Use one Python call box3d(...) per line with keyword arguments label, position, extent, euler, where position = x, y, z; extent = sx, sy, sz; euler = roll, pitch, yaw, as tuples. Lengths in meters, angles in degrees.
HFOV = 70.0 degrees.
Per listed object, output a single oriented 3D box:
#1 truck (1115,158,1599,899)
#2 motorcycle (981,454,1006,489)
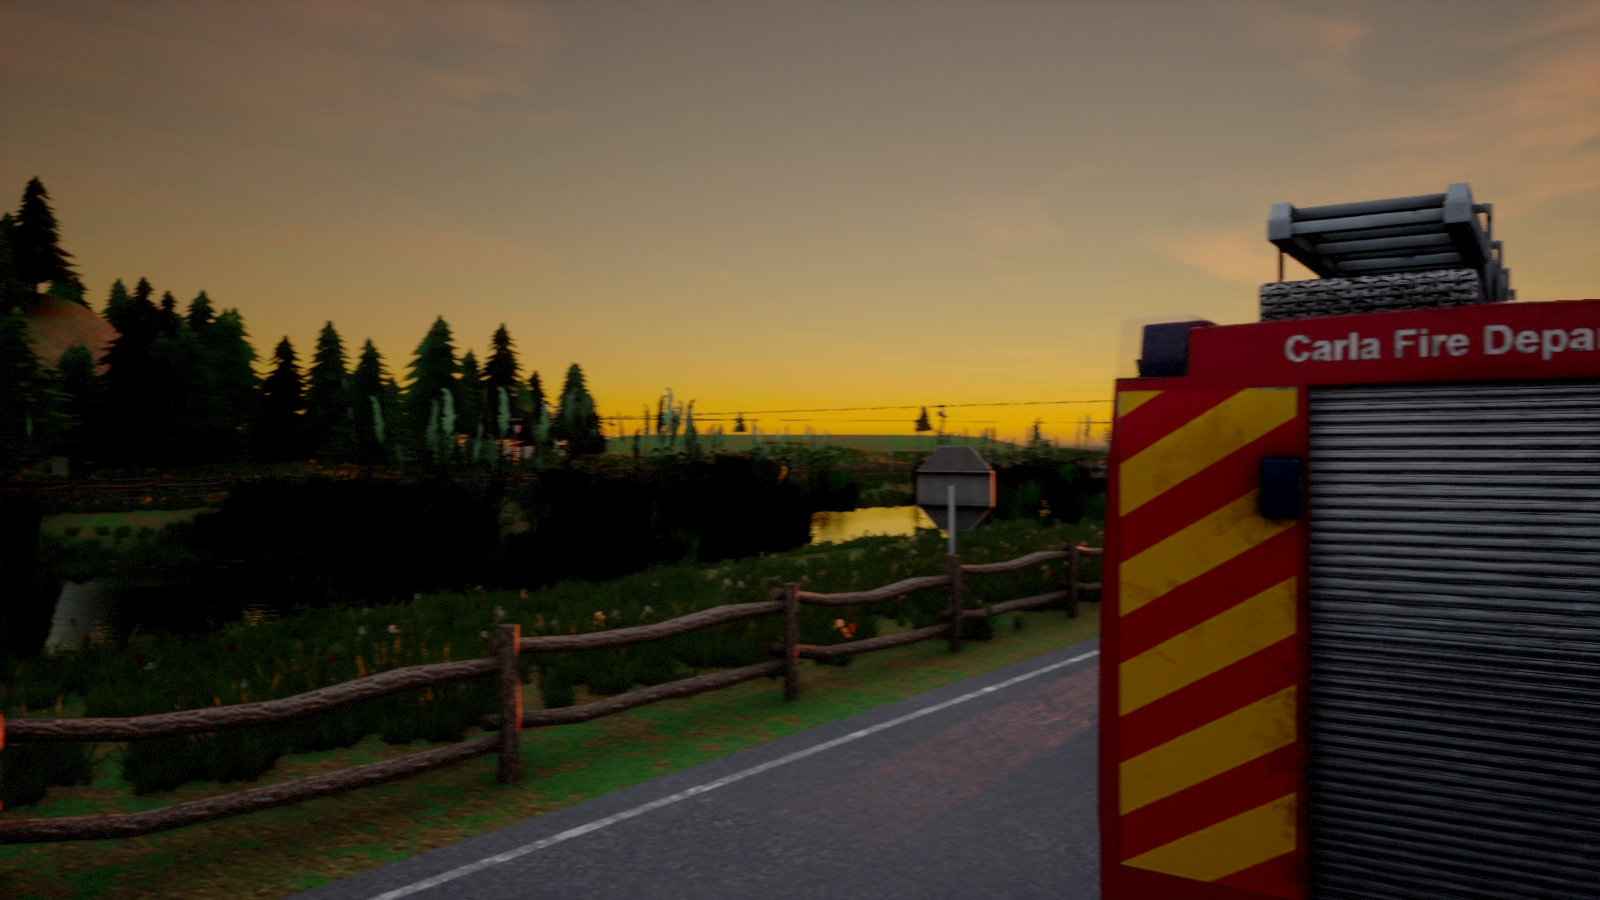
box3d(label="truck", position=(4.945, 0.840, 7.813), extent=(2.891, 3.827, 8.468), euler=(0, 0, 34))
box3d(label="motorcycle", position=(13.071, 1.427, 77.065), extent=(0.803, 2.348, 2.033), euler=(0, 0, 38))
